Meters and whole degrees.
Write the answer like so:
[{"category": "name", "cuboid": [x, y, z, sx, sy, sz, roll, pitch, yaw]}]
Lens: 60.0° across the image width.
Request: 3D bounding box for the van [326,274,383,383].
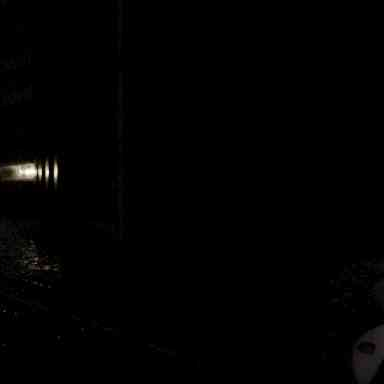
[{"category": "van", "cuboid": [2.532, 1.333, 1.159, 3.998, 1.788, 1.690, 0, 0, 35]}]
